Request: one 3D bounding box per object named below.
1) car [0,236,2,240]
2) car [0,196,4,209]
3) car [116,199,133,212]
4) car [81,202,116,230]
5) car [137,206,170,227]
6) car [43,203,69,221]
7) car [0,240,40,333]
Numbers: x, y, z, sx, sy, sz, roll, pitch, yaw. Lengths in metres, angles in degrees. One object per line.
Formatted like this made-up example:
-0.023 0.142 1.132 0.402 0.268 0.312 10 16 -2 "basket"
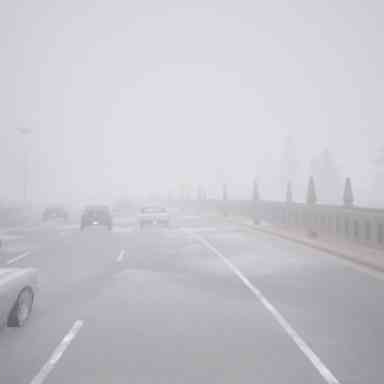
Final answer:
-7.682 1.567 10.238 1.812 1.442 4.674 0 0 -6 "car"
-29.937 1.538 50.459 2.150 2.045 5.566 0 0 -33 "car"
-8.370 1.604 40.004 1.837 1.490 4.892 0 0 -23 "car"
-6.090 1.554 21.615 1.837 1.490 4.892 0 0 -12 "car"
-2.819 1.633 23.124 1.895 1.301 4.718 0 0 -13 "car"
-11.483 1.621 28.227 1.812 1.442 4.674 0 0 -17 "car"
-3.639 1.618 4.017 1.895 1.301 4.718 0 0 -3 "car"
